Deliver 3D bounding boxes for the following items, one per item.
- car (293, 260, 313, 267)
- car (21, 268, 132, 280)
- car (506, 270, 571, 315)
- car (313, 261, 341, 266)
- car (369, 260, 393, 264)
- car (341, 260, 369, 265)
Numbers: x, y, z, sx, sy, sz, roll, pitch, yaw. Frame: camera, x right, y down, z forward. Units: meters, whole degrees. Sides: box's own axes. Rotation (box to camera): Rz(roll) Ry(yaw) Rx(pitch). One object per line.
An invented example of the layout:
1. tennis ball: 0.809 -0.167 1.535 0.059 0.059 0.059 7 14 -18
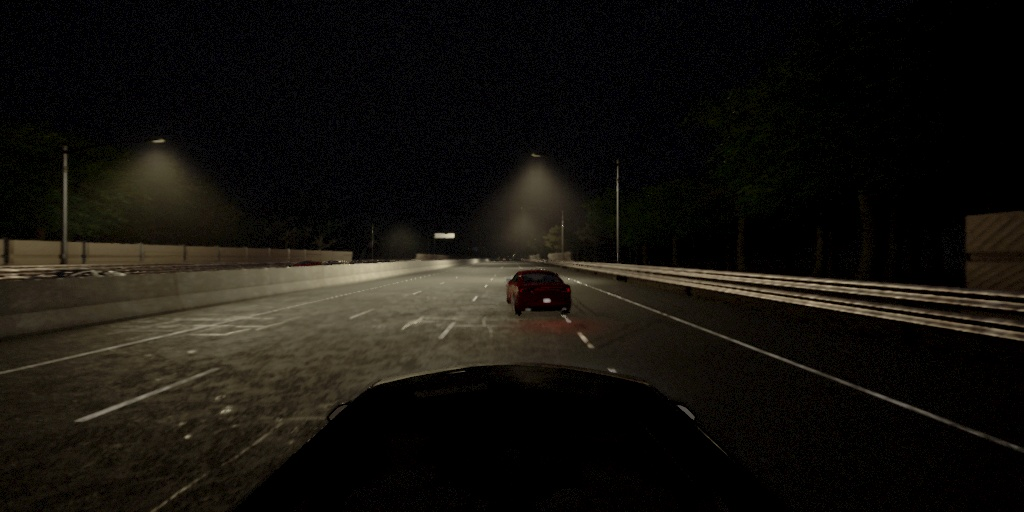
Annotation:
1. car: -28.131 1.349 49.435 1.882 1.535 5.008 0 0 0
2. car: -17.554 1.268 14.254 2.128 1.511 4.902 0 0 0
3. car: 0.872 1.271 13.789 1.882 1.535 5.008 0 0 -5
4. car: -24.627 1.418 49.386 2.033 1.411 5.357 0 0 1
5. car: -17.640 1.375 49.779 1.837 1.490 4.892 0 0 0
6. car: -21.138 1.363 49.792 2.128 1.511 4.902 0 0 0
